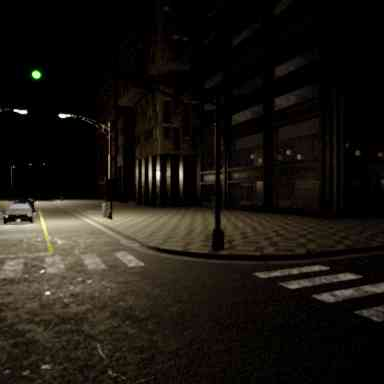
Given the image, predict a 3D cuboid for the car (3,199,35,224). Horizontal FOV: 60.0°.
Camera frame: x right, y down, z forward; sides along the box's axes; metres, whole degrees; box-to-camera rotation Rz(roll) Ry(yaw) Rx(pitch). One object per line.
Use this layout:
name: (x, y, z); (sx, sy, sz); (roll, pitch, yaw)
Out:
car: (-12.627, 1.500, 24.425); (2.033, 1.411, 5.357); (0, 0, -25)

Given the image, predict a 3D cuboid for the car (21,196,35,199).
car: (-18.760, 1.495, 37.324); (1.994, 1.385, 4.181); (0, 0, -25)

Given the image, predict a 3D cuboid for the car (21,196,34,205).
car: (-27.961, 1.416, 56.676); (1.837, 1.490, 4.892); (0, 0, -25)
